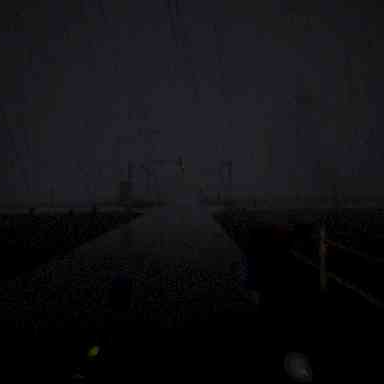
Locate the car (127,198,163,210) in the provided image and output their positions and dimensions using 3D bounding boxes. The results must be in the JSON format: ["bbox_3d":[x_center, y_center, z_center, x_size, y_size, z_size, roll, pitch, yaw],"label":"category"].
[{"bbox_3d":[-6.421,1.587,45.306,5.008,1.535,1.882,-1,1,0],"label":"car"}]
